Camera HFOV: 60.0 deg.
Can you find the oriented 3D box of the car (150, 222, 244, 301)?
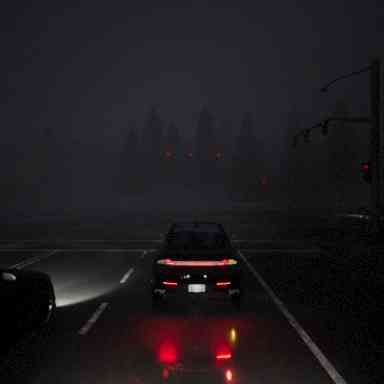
[{"bbox_3d":[0.124,1.491,8.315,2.128,1.511,4.902,0,0,1],"label":"car"}]

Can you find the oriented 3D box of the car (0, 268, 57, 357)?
[{"bbox_3d":[-3.403,1.564,4.249,1.994,1.385,4.181,0,0,0],"label":"car"}]

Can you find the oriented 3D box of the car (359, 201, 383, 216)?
[{"bbox_3d":[18.703,1.492,31.193,5.357,1.411,2.033,0,0,0],"label":"car"}]
